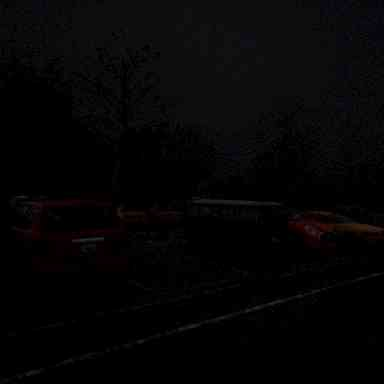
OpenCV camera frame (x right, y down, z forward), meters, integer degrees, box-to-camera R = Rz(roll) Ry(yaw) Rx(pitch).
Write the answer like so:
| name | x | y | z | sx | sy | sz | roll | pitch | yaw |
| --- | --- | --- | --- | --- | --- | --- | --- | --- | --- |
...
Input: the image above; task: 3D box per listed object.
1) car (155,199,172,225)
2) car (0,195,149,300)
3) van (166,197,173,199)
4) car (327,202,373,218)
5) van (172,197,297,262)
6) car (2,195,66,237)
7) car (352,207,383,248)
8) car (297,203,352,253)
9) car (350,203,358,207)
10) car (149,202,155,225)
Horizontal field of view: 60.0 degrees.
| name | x | y | z | sx | sy | sz | roll | pitch | yaw |
| --- | --- | --- | --- | --- | --- | --- | --- | --- | --- |
| car | -2.784 | 1.552 | 24.630 | 1.946 | 1.575 | 5.366 | 1 | -1 | -36 |
| car | -3.603 | 1.200 | 8.698 | 2.435 | 2.045 | 5.566 | 1 | 0 | -36 |
| van | -0.340 | 1.375 | 26.024 | 1.878 | 1.987 | 4.442 | 1 | -1 | -36 |
| car | 18.997 | 2.127 | 40.166 | 2.185 | 1.767 | 4.553 | 2 | -1 | -36 |
| van | 1.360 | 1.280 | 12.402 | 1.878 | 1.987 | 4.442 | 1 | 0 | -36 |
| car | -9.447 | 1.210 | 19.550 | 2.435 | 2.045 | 5.566 | 0 | 0 | -36 |
| car | 6.359 | 1.586 | 15.645 | 1.946 | 1.575 | 5.366 | 1 | -1 | -36 |
| car | 3.870 | 1.417 | 14.112 | 2.185 | 1.767 | 4.553 | 1 | -1 | -36 |
| car | 16.451 | 2.189 | 38.270 | 2.002 | 1.452 | 4.674 | 2 | -1 | -36 |
| car | -4.941 | 1.516 | 23.072 | 1.946 | 1.575 | 5.366 | 1 | 0 | -36 |
